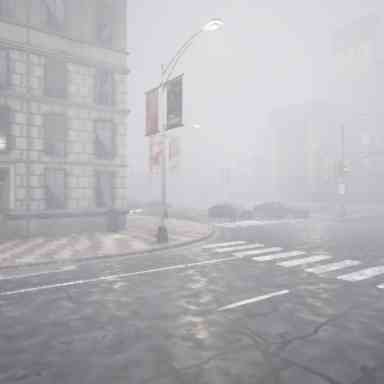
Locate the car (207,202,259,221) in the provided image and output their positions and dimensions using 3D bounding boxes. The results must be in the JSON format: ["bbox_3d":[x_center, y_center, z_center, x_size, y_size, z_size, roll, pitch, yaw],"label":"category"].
[{"bbox_3d":[3.125,1.560,27.500,1.994,1.385,4.181,0,0,-36],"label":"car"}]

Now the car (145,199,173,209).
[{"bbox_3d":[-4.504,1.596,44.180,1.895,1.301,4.718,0,0,-35],"label":"car"}]

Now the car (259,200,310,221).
[{"bbox_3d":[7.405,1.473,27.741,1.882,1.535,5.008,0,0,-38],"label":"car"}]

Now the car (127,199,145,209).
[{"bbox_3d":[-8.285,1.561,43.461,1.994,1.385,4.181,0,0,-36],"label":"car"}]
